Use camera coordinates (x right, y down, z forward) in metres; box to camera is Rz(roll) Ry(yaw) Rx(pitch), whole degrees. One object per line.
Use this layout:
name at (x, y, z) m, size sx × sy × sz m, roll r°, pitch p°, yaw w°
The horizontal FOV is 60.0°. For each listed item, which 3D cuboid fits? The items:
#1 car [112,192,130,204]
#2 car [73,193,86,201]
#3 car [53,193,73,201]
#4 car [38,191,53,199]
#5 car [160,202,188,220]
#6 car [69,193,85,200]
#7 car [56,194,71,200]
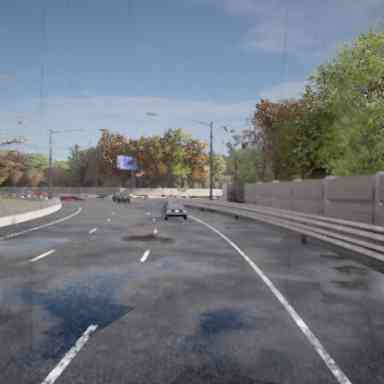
car at (-13.152, 1.067, 61.789) m, size 2.150 × 2.045 × 5.566 m, roll 1°, pitch 0°, yaw -28°
car at (-25.343, 1.225, 74.651) m, size 2.128 × 1.511 × 4.902 m, roll 1°, pitch 0°, yaw -37°
car at (-28.166, 1.144, 72.583) m, size 1.882 × 1.535 × 5.008 m, roll 1°, pitch 0°, yaw -37°
car at (-34.902, 1.087, 80.666) m, size 1.837 × 1.490 × 4.892 m, roll 1°, pitch 0°, yaw -44°
car at (-1.571, 1.526, 27.888) m, size 2.033 × 1.411 × 5.357 m, roll 1°, pitch 0°, yaw -10°
car at (-29.430, 1.128, 85.051) m, size 1.882 × 1.535 × 5.008 m, roll 1°, pitch 0°, yaw -44°
car at (-32.036, 1.215, 82.708) m, size 1.895 × 1.301 × 4.718 m, roll 1°, pitch 0°, yaw -44°
